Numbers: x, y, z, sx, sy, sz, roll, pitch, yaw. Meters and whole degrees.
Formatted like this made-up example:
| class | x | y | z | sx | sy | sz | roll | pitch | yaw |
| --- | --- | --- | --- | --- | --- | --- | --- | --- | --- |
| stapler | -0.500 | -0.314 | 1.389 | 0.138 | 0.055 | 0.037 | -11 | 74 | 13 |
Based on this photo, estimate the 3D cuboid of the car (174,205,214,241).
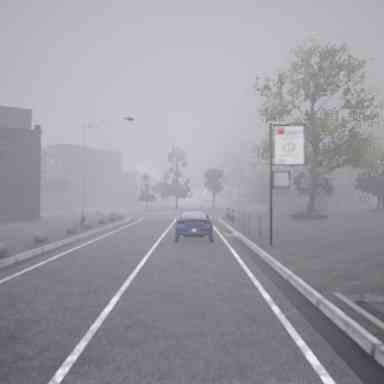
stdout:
| class | x | y | z | sx | sy | sz | roll | pitch | yaw |
| --- | --- | --- | --- | --- | --- | --- | --- | --- | --- |
| car | 0.098 | 1.658 | 17.732 | 1.882 | 1.535 | 5.008 | 0 | -1 | 0 |

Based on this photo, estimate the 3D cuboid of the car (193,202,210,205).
| class | x | y | z | sx | sy | sz | roll | pitch | yaw |
| --- | --- | --- | --- | --- | --- | --- | --- | --- | --- |
| car | 0.559 | 2.020 | 34.064 | 1.837 | 1.490 | 4.892 | 0 | -1 | 6 |
